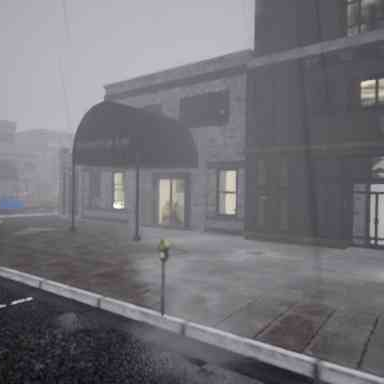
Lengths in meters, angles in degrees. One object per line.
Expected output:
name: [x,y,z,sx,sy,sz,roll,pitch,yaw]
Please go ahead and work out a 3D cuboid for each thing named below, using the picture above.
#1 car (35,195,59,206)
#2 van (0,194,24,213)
car: [-17.971,1.083,43.590,1.752,1.417,4.829,1,1,35]
van: [-17.340,1.031,29.861,1.690,1.788,3.998,1,1,35]
